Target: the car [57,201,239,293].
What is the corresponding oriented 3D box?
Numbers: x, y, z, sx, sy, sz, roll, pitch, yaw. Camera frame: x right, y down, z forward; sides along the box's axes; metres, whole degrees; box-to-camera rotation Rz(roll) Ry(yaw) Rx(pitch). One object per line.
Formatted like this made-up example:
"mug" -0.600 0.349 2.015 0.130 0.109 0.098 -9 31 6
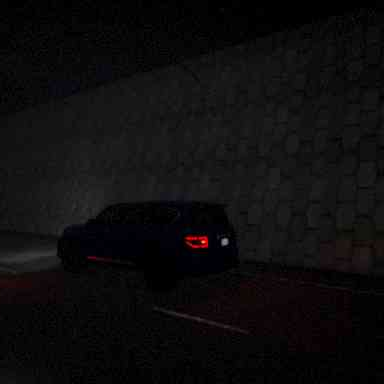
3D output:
"car" -1.413 1.276 9.291 5.566 2.045 2.150 -1 0 36
